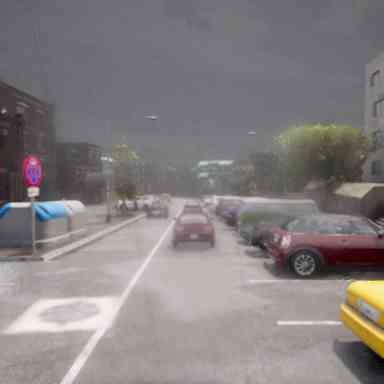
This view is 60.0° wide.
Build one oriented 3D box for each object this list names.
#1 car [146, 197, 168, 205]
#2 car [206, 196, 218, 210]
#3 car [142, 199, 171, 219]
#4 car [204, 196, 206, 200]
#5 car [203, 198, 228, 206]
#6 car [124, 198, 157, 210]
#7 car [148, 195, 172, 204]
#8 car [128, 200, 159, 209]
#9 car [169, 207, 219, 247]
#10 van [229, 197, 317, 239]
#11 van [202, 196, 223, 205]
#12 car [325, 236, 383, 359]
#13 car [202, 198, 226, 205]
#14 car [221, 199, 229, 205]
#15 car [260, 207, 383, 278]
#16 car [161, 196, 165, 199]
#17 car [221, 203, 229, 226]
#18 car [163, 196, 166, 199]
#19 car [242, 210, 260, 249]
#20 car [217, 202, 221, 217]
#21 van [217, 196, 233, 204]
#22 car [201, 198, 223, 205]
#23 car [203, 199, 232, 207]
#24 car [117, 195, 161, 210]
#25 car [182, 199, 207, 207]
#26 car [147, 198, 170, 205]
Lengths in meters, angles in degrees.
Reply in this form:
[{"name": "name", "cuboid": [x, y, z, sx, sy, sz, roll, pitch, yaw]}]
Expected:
[{"name": "car", "cuboid": [-7.679, 1.953, 73.695, 4.553, 1.767, 2.185, 0, 0, 0]}, {"name": "car", "cuboid": [4.663, 1.539, 37.825, 5.566, 2.045, 2.435, 0, 0, 0]}, {"name": "car", "cuboid": [-3.110, 1.751, 31.581, 2.128, 1.511, 4.902, 0, 0, 0]}, {"name": "car", "cuboid": [4.661, 1.780, 51.915, 4.553, 1.767, 2.185, 0, 0, 0]}, {"name": "car", "cuboid": [4.617, 2.021, 65.881, 4.892, 1.521, 2.231, 0, 0, 0]}, {"name": "car", "cuboid": [-7.668, 1.765, 50.061, 4.553, 1.767, 2.185, 0, 0, 0]}, {"name": "car", "cuboid": [-7.683, 1.805, 79.468, 5.566, 2.045, 2.435, 0, 0, 0]}, {"name": "car", "cuboid": [-7.698, 1.954, 52.998, 4.674, 1.452, 2.002, 0, 0, 0]}, {"name": "car", "cuboid": [0.089, 1.655, 15.629, 1.812, 1.442, 4.674, 0, -1, 0]}, {"name": "van", "cuboid": [4.526, 1.405, 18.268, 4.442, 1.987, 1.878, 0, 0, 0]}, {"name": "van", "cuboid": [4.504, 1.855, 74.136, 4.442, 1.987, 1.878, 0, 0, 0]}, {"name": "car", "cuboid": [4.834, 1.513, 4.299, 5.366, 1.575, 1.946, 0, 0, 0]}, {"name": "car", "cuboid": [4.628, 2.065, 71.341, 4.892, 1.521, 2.231, 0, 0, 0]}, {"name": "car", "cuboid": [4.671, 1.551, 23.856, 4.553, 1.767, 2.185, 0, 0, 0]}, {"name": "car", "cuboid": [4.614, 1.436, 9.889, 4.553, 1.767, 2.185, 0, 0, 0]}, {"name": "car", "cuboid": [-7.733, 1.993, 58.999, 4.792, 1.488, 2.163, 0, 0, 0]}, {"name": "car", "cuboid": [4.637, 1.654, 21.185, 5.008, 1.535, 2.097, 0, 0, 0]}, {"name": "car", "cuboid": [-7.736, 1.862, 61.939, 4.553, 1.767, 2.185, 0, 0, 0]}, {"name": "car", "cuboid": [4.639, 1.586, 12.679, 4.892, 1.521, 2.231, 0, 0, 0]}, {"name": "car", "cuboid": [4.637, 1.739, 26.647, 4.674, 1.452, 2.002, 0, 0, 0]}, {"name": "van", "cuboid": [4.755, 1.496, 29.442, 4.442, 1.987, 1.878, 0, 0, 0]}, {"name": "car", "cuboid": [4.613, 2.078, 76.944, 4.892, 1.521, 2.231, 0, 1, 0]}, {"name": "car", "cuboid": [4.620, 1.973, 60.170, 5.008, 1.535, 2.097, 0, 0, 0]}, {"name": "car", "cuboid": [-7.727, 1.616, 47.249, 5.566, 2.045, 2.435, 0, 0, 0]}, {"name": "car", "cuboid": [0.085, 1.762, 32.913, 2.128, 1.511, 4.902, 0, 0, 0]}, {"name": "car", "cuboid": [-7.716, 2.079, 76.525, 5.008, 1.535, 2.097, 0, 0, 0]}]
